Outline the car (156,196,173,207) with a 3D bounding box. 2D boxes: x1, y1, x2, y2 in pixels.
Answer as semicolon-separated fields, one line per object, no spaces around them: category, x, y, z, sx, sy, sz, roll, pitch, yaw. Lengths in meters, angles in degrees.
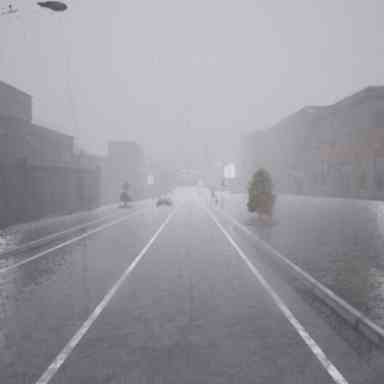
car;-3.522;1.227;42.728;1.895;1.301;4.718;0;0;0
